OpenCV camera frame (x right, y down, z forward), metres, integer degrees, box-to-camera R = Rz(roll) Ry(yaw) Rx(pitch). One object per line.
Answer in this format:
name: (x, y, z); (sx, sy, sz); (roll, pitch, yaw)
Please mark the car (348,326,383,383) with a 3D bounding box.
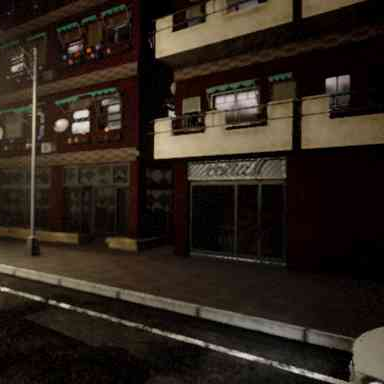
car: (3.622, 1.611, 2.211); (4.674, 1.442, 1.812); (0, -1, 32)
